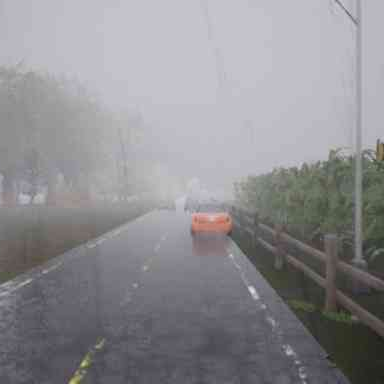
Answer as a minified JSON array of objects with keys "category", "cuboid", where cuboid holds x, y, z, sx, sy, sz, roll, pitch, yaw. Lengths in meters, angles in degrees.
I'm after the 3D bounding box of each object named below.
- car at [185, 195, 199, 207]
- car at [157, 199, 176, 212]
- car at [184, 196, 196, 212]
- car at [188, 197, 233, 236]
[{"category":"car","cuboid":[-0.008,1.313,50.388,2.097,1.767,4.553,0,0,0]},{"category":"car","cuboid":[-2.851,1.534,38.522,1.994,1.385,4.181,0,0,0]},{"category":"car","cuboid":[0.008,1.517,38.648,2.033,1.411,5.357,0,0,0]},{"category":"car","cuboid":[0.954,1.335,18.218,2.097,1.767,4.553,0,0,0]}]
